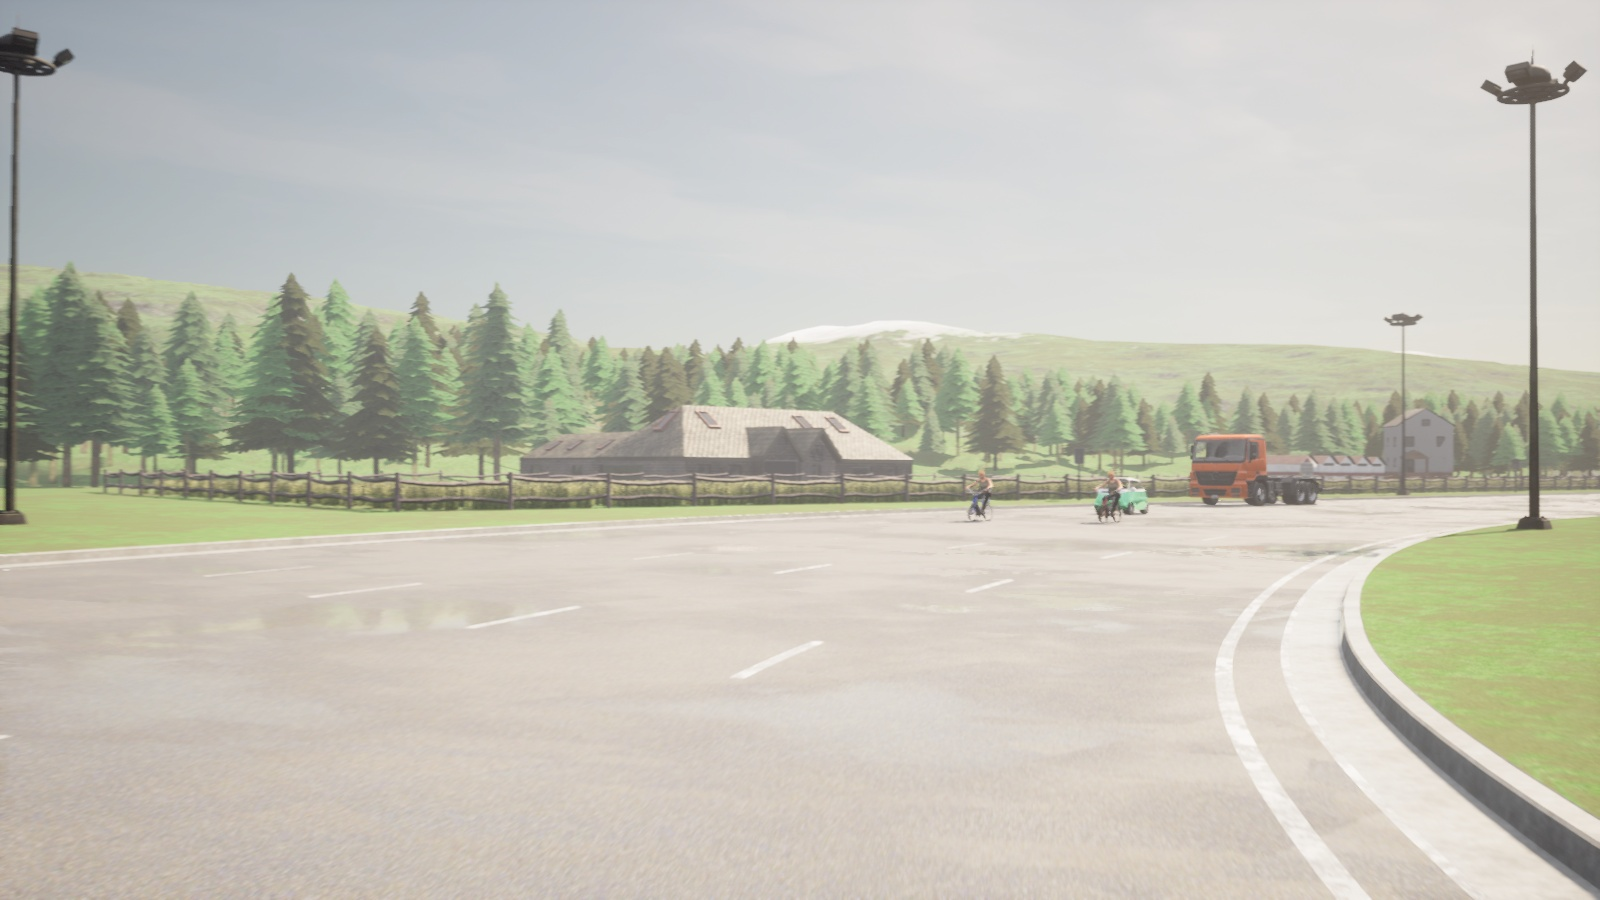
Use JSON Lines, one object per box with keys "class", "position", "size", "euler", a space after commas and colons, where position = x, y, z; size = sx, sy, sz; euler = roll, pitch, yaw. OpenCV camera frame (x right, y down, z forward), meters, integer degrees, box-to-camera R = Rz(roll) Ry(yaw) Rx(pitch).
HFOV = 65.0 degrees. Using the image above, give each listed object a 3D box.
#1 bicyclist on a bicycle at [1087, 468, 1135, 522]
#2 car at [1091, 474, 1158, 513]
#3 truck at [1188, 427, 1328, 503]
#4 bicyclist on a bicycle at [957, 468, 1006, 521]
{"class": "bicyclist on a bicycle", "position": [9.403, 1.338, 37.957], "size": [0.866, 1.612, 1.509], "euler": [-1, -1, 39]}
{"class": "car", "position": [11.993, 1.586, 46.378], "size": [1.481, 1.376, 2.207], "euler": [-1, -2, 43]}
{"class": "truck", "position": [22.279, 0.755, 60.877], "size": [7.936, 3.462, 2.891], "euler": [1, -1, -41]}
{"class": "bicyclist on a bicycle", "position": [5.603, 1.362, 38.778], "size": [0.866, 1.612, 1.509], "euler": [0, -1, 38]}
